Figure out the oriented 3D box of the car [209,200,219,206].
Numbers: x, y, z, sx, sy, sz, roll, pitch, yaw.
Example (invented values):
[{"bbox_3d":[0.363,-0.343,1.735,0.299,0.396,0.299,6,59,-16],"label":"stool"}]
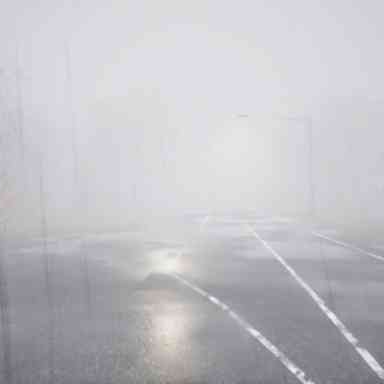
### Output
[{"bbox_3d":[5.616,2.797,84.321,1.994,1.385,4.181,-1,-1,11],"label":"car"}]
